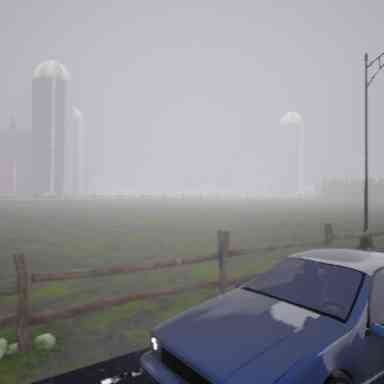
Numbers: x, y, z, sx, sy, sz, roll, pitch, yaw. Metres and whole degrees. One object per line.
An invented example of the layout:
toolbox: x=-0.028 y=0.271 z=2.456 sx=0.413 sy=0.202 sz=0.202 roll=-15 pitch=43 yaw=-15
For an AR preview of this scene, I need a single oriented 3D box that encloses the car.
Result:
car: x=2.057 y=1.545 z=4.529 sx=5.357 sy=1.411 sz=2.033 roll=0 pitch=0 yaw=-36
